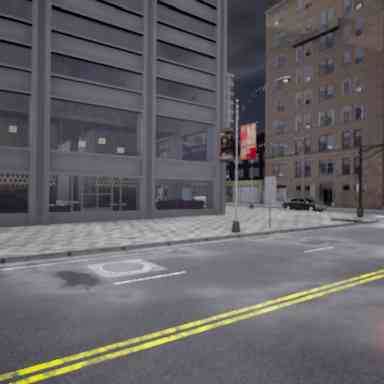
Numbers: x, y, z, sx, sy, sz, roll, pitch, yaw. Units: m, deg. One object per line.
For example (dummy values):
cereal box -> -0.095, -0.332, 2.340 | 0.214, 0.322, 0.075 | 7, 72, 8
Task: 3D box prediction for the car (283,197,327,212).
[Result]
car -> 12.027, 1.372, 35.661 | 1.837, 1.490, 4.892 | 1, 1, -35
